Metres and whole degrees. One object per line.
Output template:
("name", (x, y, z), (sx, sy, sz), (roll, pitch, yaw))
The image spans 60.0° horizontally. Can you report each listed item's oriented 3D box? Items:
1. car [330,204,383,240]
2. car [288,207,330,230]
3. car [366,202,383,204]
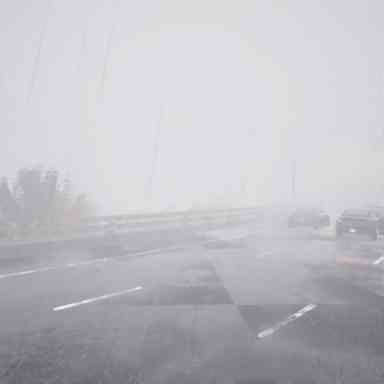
("car", (9.135, 1.622, 17.927), (1.837, 1.490, 4.892), (0, 0, 36))
("car", (7.947, 1.693, 22.365), (1.994, 1.385, 4.181), (0, 0, 34))
("car", (17.741, 1.712, 32.378), (2.128, 1.511, 4.902), (0, 0, 27))
